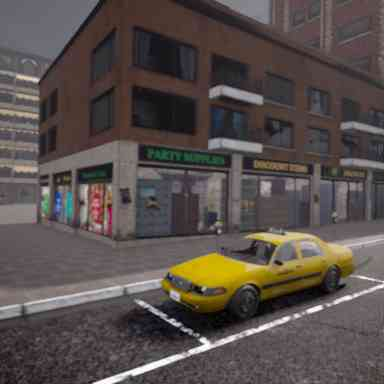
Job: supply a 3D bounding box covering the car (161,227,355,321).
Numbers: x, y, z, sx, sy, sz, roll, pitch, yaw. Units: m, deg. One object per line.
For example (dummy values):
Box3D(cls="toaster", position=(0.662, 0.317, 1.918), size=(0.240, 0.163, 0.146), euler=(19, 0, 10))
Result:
Box3D(cls="car", position=(1.670, 1.499, 7.258), size=(4.829, 1.417, 1.752), euler=(0, 2, -35))
